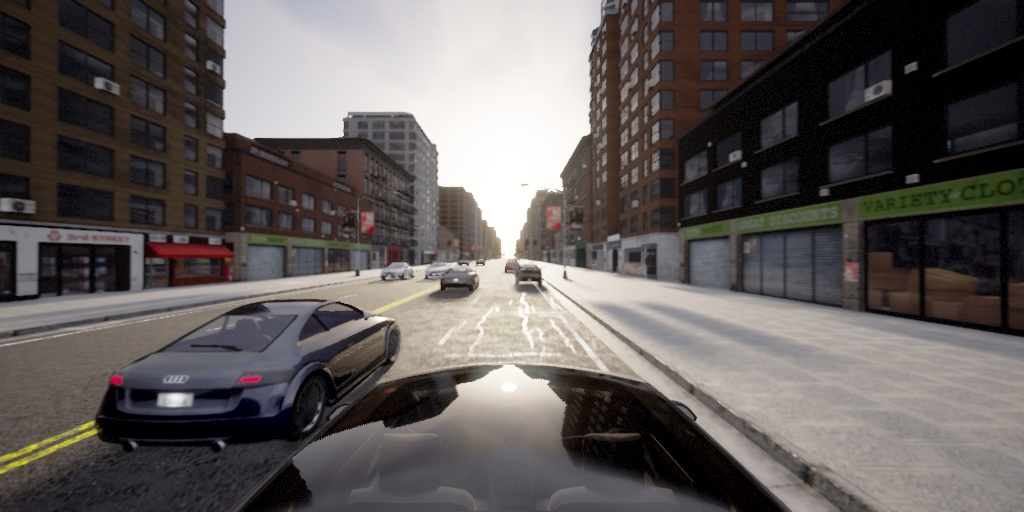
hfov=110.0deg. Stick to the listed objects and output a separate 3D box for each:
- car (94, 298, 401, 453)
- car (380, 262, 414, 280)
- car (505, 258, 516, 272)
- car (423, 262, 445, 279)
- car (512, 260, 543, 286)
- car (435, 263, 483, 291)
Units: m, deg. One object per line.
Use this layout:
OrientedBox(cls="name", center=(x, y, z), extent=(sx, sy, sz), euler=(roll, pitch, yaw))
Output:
OrientedBox(cls="car", center=(-3.151, 1.316, 5.363), extent=(1.994, 1.385, 4.181), euler=(0, 0, 0))
OrientedBox(cls="car", center=(-9.842, 1.291, 31.113), extent=(1.812, 1.442, 4.674), euler=(0, 0, 0))
OrientedBox(cls="car", center=(0.041, 1.343, 47.833), extent=(1.994, 1.385, 4.181), euler=(0, 0, 0))
OrientedBox(cls="car", center=(-6.592, 1.292, 32.510), extent=(1.812, 1.442, 4.674), euler=(0, 0, 0))
OrientedBox(cls="car", center=(1.139, 1.267, 25.647), extent=(1.837, 1.490, 4.892), euler=(0, 0, 0))
OrientedBox(cls="car", center=(-3.147, 1.324, 22.113), extent=(1.994, 1.385, 4.181), euler=(0, 0, 0))
